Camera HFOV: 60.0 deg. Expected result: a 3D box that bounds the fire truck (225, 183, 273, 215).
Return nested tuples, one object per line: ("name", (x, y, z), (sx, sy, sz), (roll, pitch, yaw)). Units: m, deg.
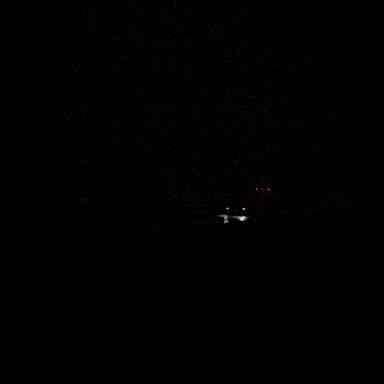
("fire truck", (7.537, 0.876, 42.570), (2.891, 3.827, 8.468), (1, 0, 35))
